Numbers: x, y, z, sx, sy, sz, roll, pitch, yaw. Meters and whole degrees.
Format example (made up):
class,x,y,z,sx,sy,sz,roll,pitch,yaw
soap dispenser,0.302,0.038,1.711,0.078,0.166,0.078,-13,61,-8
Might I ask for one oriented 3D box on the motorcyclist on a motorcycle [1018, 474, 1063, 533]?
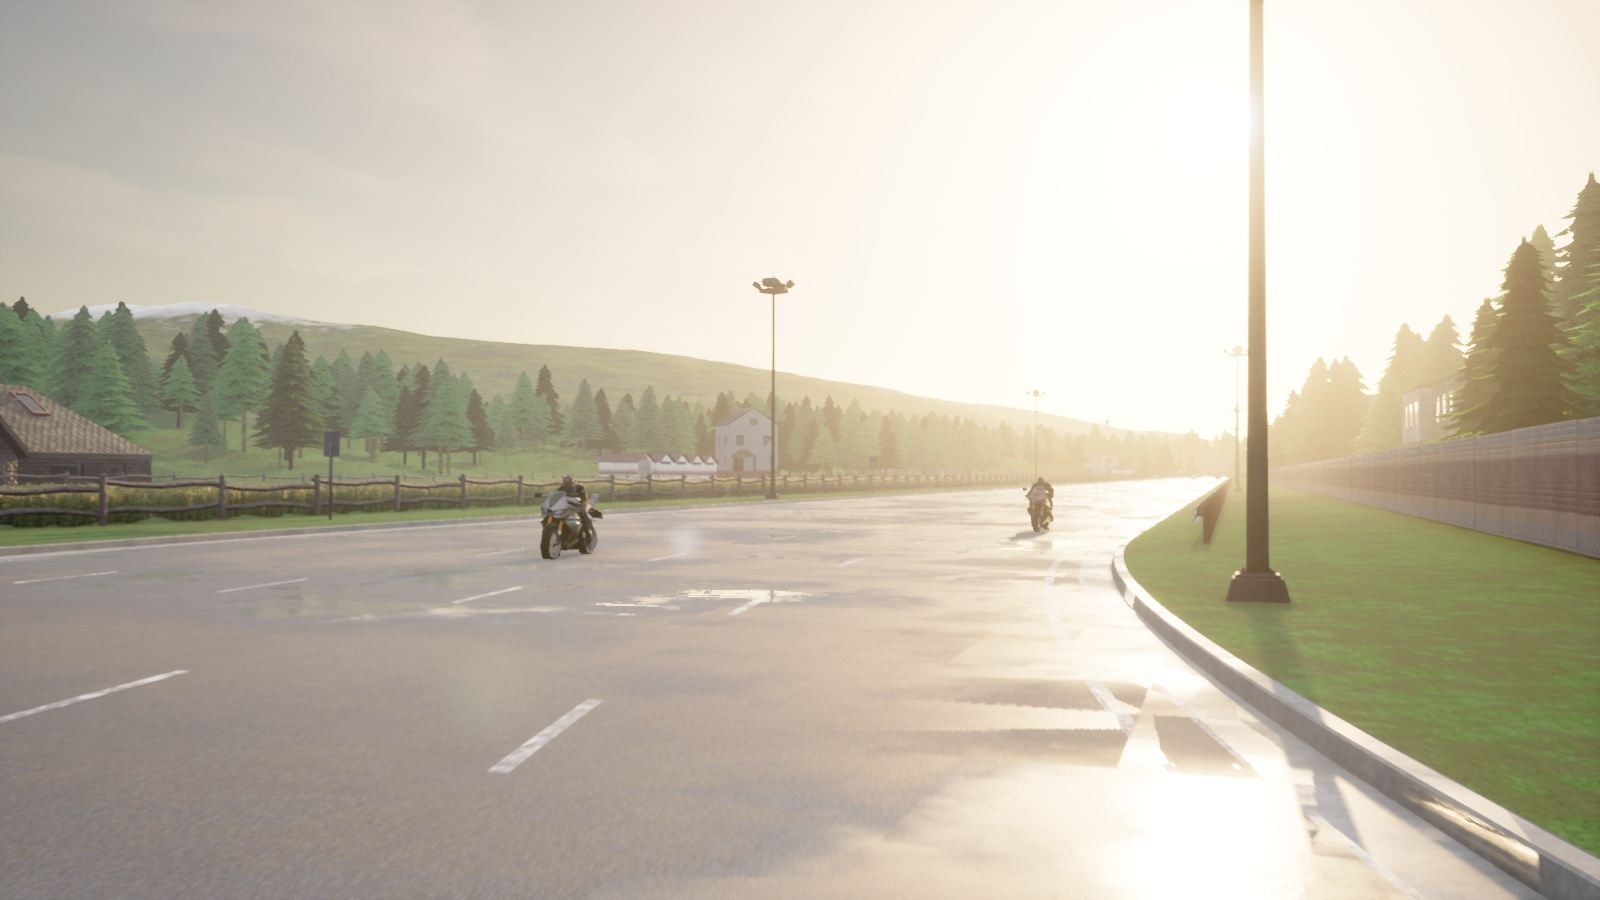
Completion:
class,x,y,z,sx,sy,sz,roll,pitch,yaw
motorcyclist on a motorcycle,6.547,1.435,34.114,0.866,1.530,2.191,-1,-1,19

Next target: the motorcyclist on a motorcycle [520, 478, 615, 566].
class,x,y,z,sx,sy,sz,roll,pitch,yaw
motorcyclist on a motorcycle,-4.232,1.279,23.057,0.866,1.530,2.191,0,-1,14
